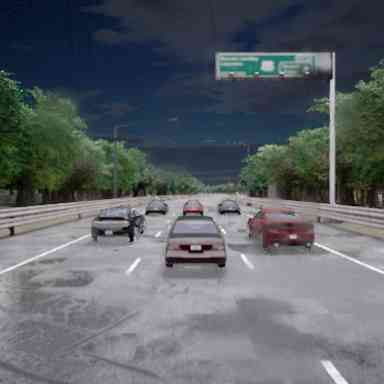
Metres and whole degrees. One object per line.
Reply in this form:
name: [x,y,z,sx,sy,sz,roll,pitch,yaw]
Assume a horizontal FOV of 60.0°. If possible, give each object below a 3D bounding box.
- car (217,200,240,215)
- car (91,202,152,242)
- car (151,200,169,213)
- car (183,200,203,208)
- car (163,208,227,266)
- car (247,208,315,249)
car: [3.608,1.492,33.131,1.994,1.385,4.181,0,0,0]
car: [-3.398,1.442,16.009,2.128,1.511,4.902,0,0,0]
car: [-3.393,1.492,32.975,1.994,1.385,4.181,0,0,0]
car: [0.108,1.492,33.056,1.994,1.385,4.181,0,0,0]
car: [0.101,1.510,11.294,2.033,1.411,5.357,0,0,0]
car: [3.603,1.432,14.277,1.882,1.535,5.008,0,0,0]
